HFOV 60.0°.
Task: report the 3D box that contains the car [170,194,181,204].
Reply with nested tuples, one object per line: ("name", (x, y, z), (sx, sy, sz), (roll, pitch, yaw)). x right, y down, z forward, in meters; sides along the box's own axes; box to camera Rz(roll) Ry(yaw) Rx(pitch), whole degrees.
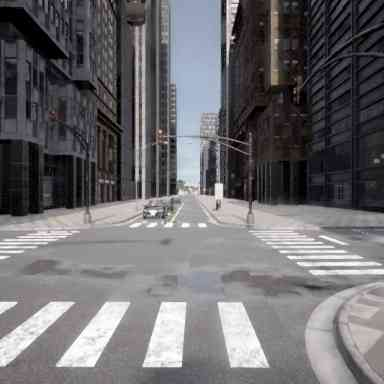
("car", (-3.174, 1.595, 62.675), (1.994, 1.385, 4.181), (0, 0, 0))

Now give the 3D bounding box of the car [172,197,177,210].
("car", (-3.196, 1.579, 39.491), (1.994, 1.385, 4.181), (0, 0, -1))

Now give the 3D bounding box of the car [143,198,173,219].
("car", (-3.169, 1.501, 29.425), (2.128, 1.511, 4.902), (0, 0, 0))
